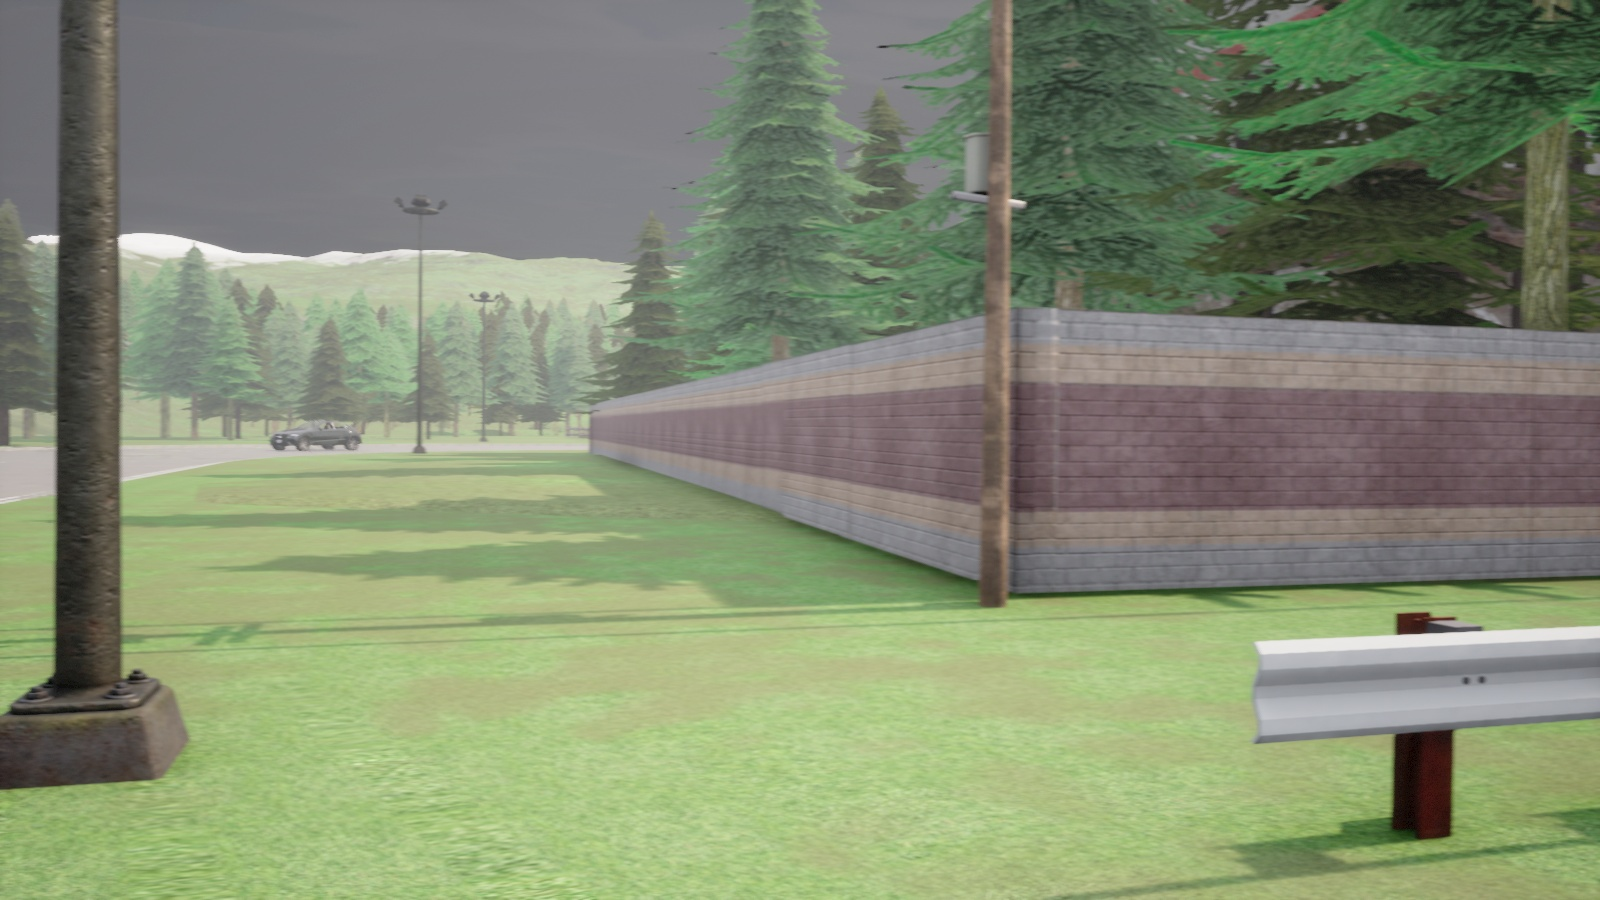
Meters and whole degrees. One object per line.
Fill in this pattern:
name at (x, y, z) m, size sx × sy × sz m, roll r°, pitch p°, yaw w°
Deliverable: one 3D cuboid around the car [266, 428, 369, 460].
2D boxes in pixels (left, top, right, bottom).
car at (-26.301, -0.360, 68.616) m, size 2.152 × 1.651 × 5.027 m, roll 0°, pitch 1°, yaw 28°
